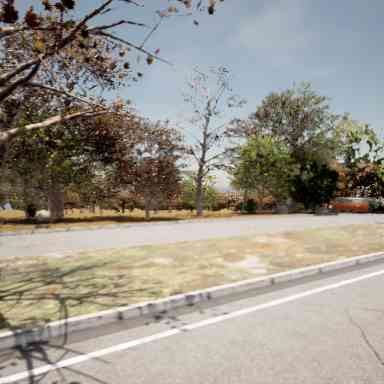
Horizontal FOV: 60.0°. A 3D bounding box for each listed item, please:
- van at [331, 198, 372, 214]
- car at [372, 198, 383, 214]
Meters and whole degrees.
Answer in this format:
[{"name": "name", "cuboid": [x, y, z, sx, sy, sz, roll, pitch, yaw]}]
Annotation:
[{"name": "van", "cuboid": [20.170, 1.737, 42.862, 1.878, 1.987, 4.442, 2, -1, -35]}, {"name": "car", "cuboid": [22.577, 1.801, 44.467, 2.435, 2.045, 5.566, 2, -1, -35]}]
